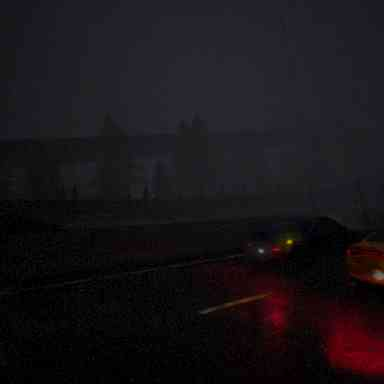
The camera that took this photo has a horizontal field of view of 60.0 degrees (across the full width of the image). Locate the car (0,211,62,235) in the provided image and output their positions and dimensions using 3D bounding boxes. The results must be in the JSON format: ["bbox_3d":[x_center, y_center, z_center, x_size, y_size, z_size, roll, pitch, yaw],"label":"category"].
[{"bbox_3d":[-7.219,1.472,11.688,5.008,1.535,1.882,0,0,-35],"label":"car"}]

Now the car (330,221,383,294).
[{"bbox_3d":[5.557,1.419,7.722,5.008,1.535,1.882,0,0,-36],"label":"car"}]

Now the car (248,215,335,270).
[{"bbox_3d":[3.840,1.464,10.796,4.674,1.442,1.812,0,0,-36],"label":"car"}]
